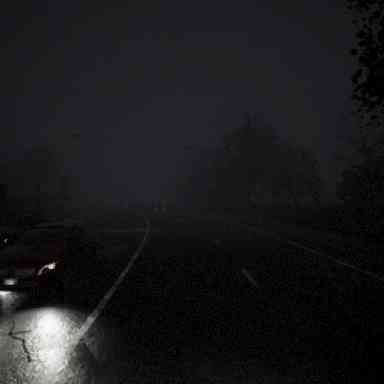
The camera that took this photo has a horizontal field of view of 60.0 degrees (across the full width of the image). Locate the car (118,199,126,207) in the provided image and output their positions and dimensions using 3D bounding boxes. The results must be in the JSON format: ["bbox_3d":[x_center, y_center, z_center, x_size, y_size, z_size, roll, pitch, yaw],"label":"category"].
[{"bbox_3d":[-13.498,2.091,66.947,1.882,1.535,5.008,0,-1,-26],"label":"car"}]

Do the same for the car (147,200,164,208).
[{"bbox_3d":[-6.265,2.102,58.536,1.812,1.442,4.674,0,-1,-22],"label":"car"}]

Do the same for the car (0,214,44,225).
[{"bbox_3d":[-7.650,1.697,14.698,2.033,1.411,5.357,0,-1,-4],"label":"car"}]

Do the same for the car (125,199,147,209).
[{"bbox_3d":[-9.762,2.129,57.868,1.994,1.385,4.181,0,-1,-22],"label":"car"}]

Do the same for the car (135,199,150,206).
[{"bbox_3d":[-10.164,2.101,68.080,1.812,1.442,4.674,0,-1,-26],"label":"car"}]

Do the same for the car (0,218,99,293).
[{"bbox_3d":[-3.863,1.621,9.226,1.812,1.442,4.674,0,-1,-2],"label":"car"}]
